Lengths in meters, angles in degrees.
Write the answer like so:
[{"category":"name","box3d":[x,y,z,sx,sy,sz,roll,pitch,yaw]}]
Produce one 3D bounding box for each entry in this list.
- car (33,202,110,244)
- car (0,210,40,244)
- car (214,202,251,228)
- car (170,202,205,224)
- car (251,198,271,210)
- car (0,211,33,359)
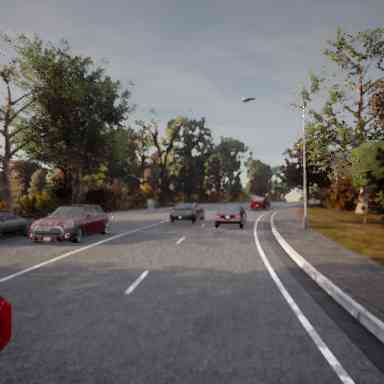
[{"category":"car","box3d":[-5.711,1.394,16.082,2.097,1.767,4.553,0,0,9]},{"category":"car","box3d":[-9.292,1.621,15.646,1.994,1.385,4.181,0,0,8]},{"category":"car","box3d":[2.669,1.545,22.463,2.033,1.411,5.357,-1,0,12]},{"category":"car","box3d":[-0.261,1.526,25.097,2.128,1.511,4.902,-1,0,13]},{"category":"car","box3d":[8.558,1.437,41.420,1.882,1.535,5.008,-1,0,22]},{"category":"car","box3d":[-3.287,1.216,1.650,2.150,2.045,5.566,0,0,1]}]
